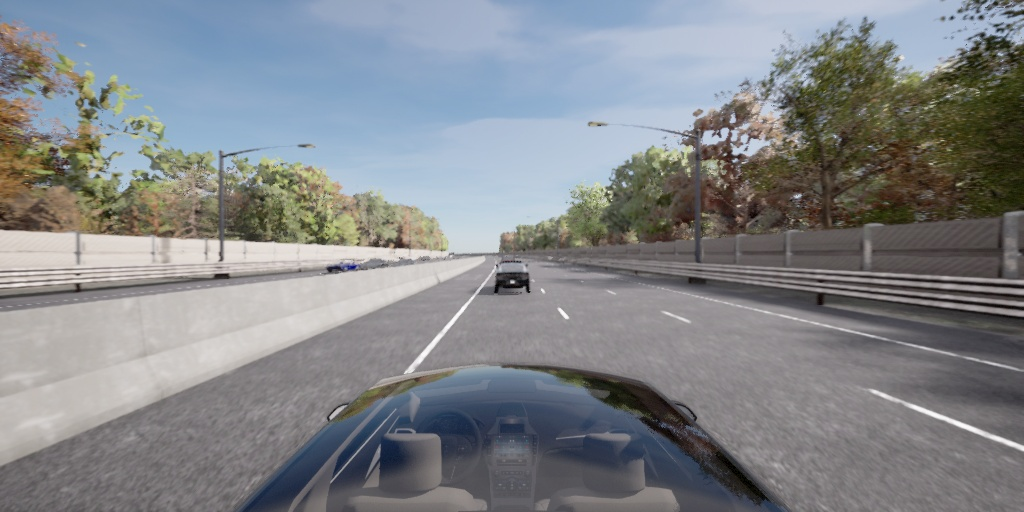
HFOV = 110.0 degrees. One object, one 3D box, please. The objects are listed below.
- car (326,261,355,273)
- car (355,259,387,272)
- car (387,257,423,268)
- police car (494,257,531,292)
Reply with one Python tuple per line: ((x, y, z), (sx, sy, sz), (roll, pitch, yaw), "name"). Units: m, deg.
((-17.942, 1.145, 38.355), (1.895, 1.301, 4.718), (0, 0, -1), "car")
((-14.447, 1.047, 38.105), (1.837, 1.490, 4.892), (0, 0, -1), "car")
((-10.925, 1.052, 36.896), (1.837, 1.490, 4.892), (0, 0, -1), "car")
((-0.002, 1.064, 20.328), (1.930, 1.638, 5.238), (0, 0, -1), "police car")
